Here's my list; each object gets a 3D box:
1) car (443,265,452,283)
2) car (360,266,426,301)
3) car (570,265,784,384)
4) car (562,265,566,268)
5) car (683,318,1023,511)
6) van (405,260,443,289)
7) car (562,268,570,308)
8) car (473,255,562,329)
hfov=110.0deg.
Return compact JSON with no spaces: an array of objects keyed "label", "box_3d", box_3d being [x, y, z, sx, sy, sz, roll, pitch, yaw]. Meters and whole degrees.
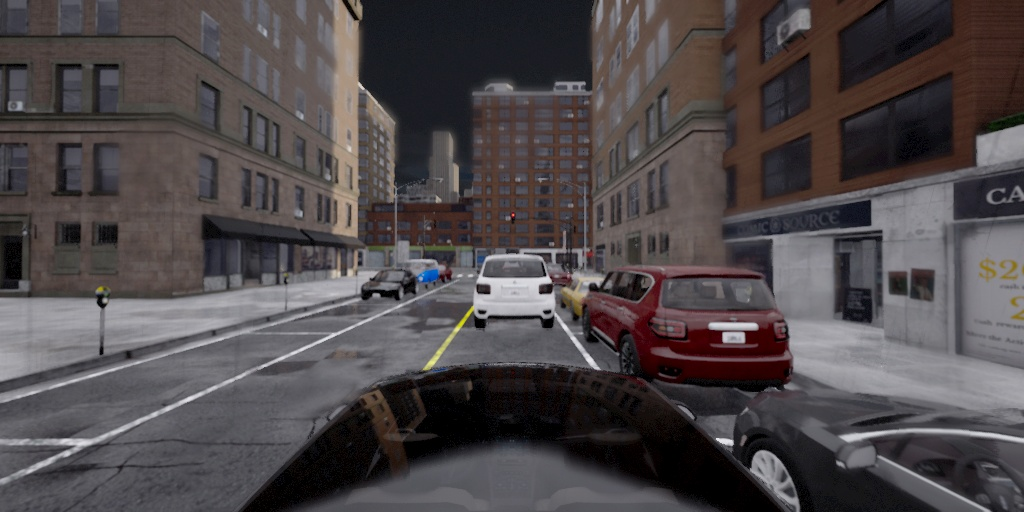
[{"label":"car","box_3d":[-5.878,1.335,28.642,1.888,1.381,4.507,0,0,0]},{"label":"car","box_3d":[-5.869,1.337,17.677,1.948,1.339,4.313,0,0,0]},{"label":"car","box_3d":[2.665,1.070,6.716,2.192,1.841,5.009,0,0,0]},{"label":"car","box_3d":[2.652,1.221,23.164,1.967,1.591,4.097,0,0,0]},{"label":"car","box_3d":[2.669,1.300,1.235,2.007,1.370,4.403,0,0,0]},{"label":"van","box_3d":[-5.873,1.121,23.159,1.690,1.789,3.998,0,0,0]},{"label":"car","box_3d":[2.661,1.288,12.369,1.751,1.417,4.829,0,0,0]},{"label":"car","box_3d":[0.033,0.982,11.382,2.150,2.045,5.566,0,0,-1]}]
